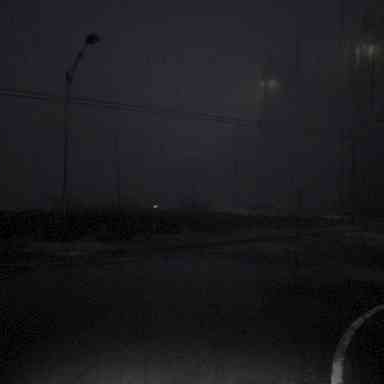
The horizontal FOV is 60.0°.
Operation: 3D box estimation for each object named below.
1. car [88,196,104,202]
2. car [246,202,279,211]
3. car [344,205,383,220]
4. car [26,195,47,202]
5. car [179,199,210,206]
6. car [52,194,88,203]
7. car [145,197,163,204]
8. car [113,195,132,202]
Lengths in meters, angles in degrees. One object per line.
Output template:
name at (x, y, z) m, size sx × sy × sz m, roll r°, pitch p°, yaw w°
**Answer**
car at (-22.023, 1.597, 76.444) m, size 4.193 × 1.474 × 1.816 m, roll 1°, pitch 0°, yaw -35°
car at (9.722, 2.065, 46.461) m, size 1.895 × 1.301 × 4.718 m, roll 1°, pitch 0°, yaw -36°
car at (18.606, 2.091, 34.231) m, size 2.033 × 1.411 × 5.357 m, roll 1°, pitch 0°, yaw -36°
car at (-31.778, 1.387, 67.974) m, size 3.905 × 1.438 × 1.784 m, roll 1°, pitch 0°, yaw -35°
car at (0.411, 1.778, 46.155) m, size 4.611 × 1.667 × 2.242 m, roll 1°, pitch 0°, yaw -35°
car at (-18.524, 1.296, 49.817) m, size 4.605 × 1.855 × 1.932 m, roll 1°, pitch 0°, yaw -35°
car at (-7.362, 1.787, 64.021) m, size 1.837 × 1.490 × 4.892 m, roll 1°, pitch -1°, yaw -36°
car at (-13.698, 1.485, 65.822) m, size 3.866 × 1.878 × 1.905 m, roll 1°, pitch 0°, yaw -35°
